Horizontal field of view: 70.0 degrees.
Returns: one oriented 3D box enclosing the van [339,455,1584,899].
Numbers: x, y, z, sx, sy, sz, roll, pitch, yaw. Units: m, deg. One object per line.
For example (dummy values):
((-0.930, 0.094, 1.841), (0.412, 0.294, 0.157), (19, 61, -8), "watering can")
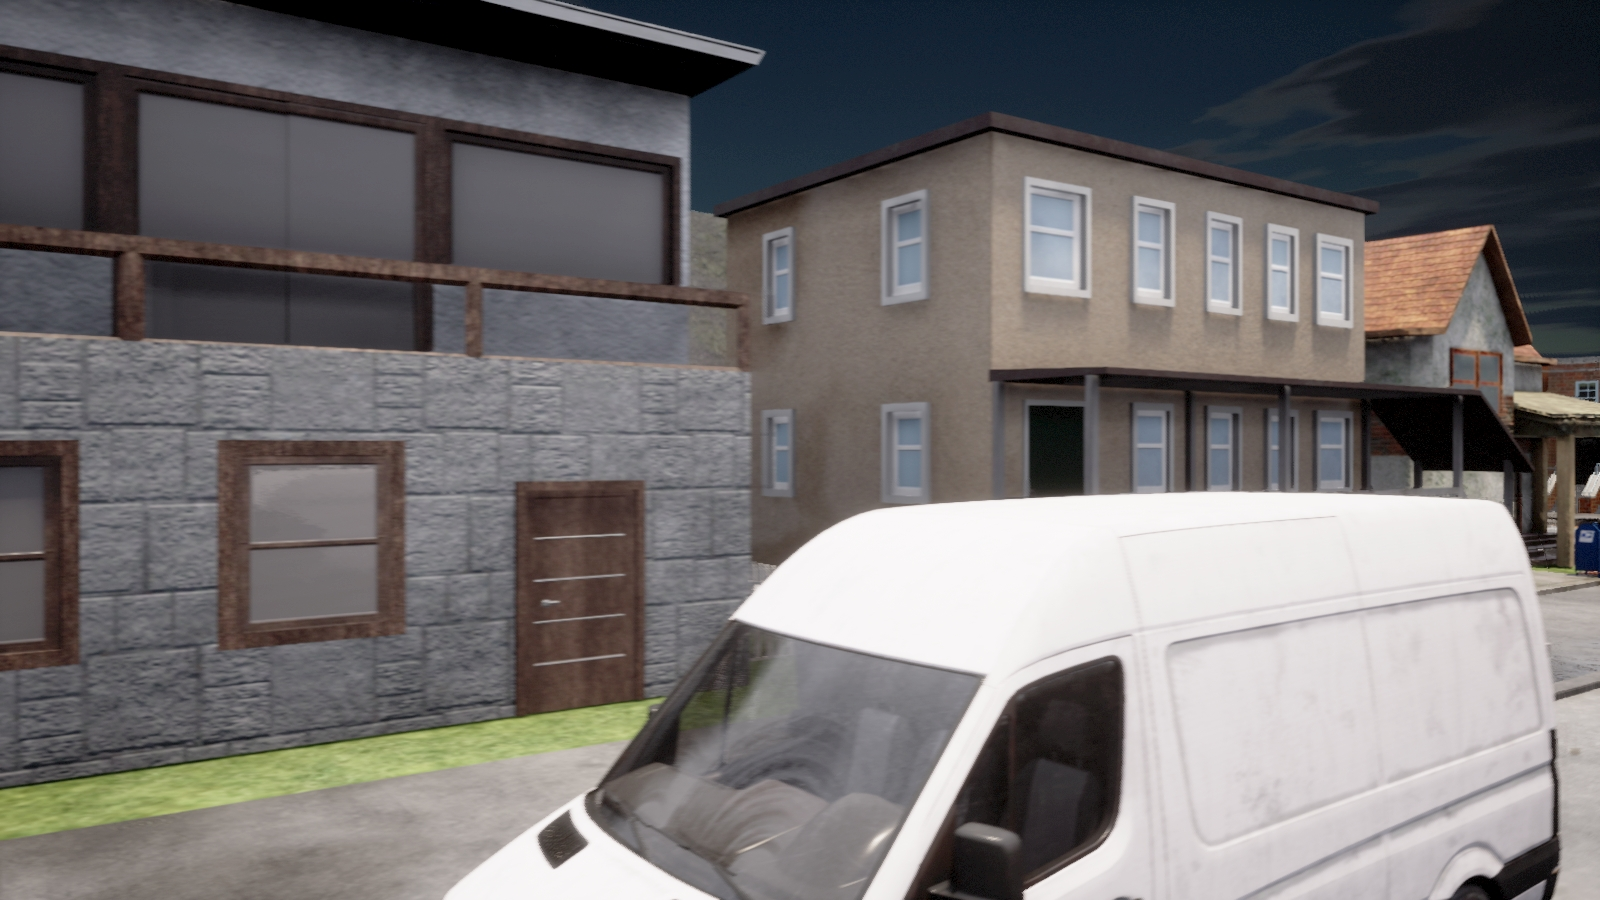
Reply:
((1.230, 1.314, 5.255), (5.915, 2.561, 1.988), (0, 0, -35), "van")
